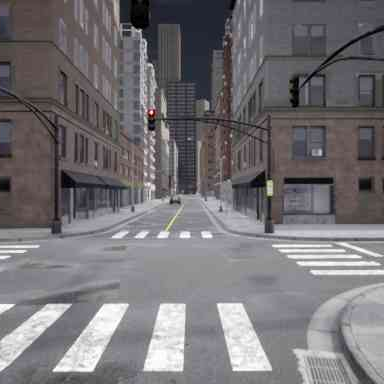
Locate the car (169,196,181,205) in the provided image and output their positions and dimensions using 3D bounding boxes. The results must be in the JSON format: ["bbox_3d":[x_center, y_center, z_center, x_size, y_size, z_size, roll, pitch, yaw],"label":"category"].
[{"bbox_3d":[-2.987,1.451,59.697,1.882,1.535,5.008,0,0,0],"label":"car"}]
